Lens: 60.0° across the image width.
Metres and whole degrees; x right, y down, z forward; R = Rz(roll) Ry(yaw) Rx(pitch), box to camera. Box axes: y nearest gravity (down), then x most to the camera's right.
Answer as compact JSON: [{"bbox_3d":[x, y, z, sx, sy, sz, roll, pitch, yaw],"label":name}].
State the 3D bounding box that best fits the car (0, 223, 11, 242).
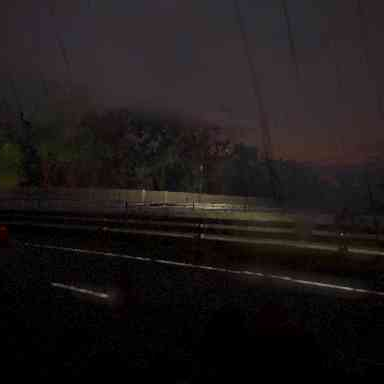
[{"bbox_3d":[-9.916,1.561,13.817,5.357,1.411,2.033,0,0,27],"label":"car"}]
